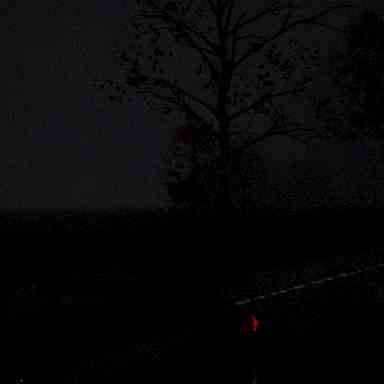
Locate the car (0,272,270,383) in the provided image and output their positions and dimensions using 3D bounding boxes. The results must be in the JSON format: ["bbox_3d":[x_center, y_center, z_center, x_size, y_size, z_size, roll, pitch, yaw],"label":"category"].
[{"bbox_3d":[-1.238,1.564,3.118,4.181,1.385,1.994,0,0,-36],"label":"car"}]
